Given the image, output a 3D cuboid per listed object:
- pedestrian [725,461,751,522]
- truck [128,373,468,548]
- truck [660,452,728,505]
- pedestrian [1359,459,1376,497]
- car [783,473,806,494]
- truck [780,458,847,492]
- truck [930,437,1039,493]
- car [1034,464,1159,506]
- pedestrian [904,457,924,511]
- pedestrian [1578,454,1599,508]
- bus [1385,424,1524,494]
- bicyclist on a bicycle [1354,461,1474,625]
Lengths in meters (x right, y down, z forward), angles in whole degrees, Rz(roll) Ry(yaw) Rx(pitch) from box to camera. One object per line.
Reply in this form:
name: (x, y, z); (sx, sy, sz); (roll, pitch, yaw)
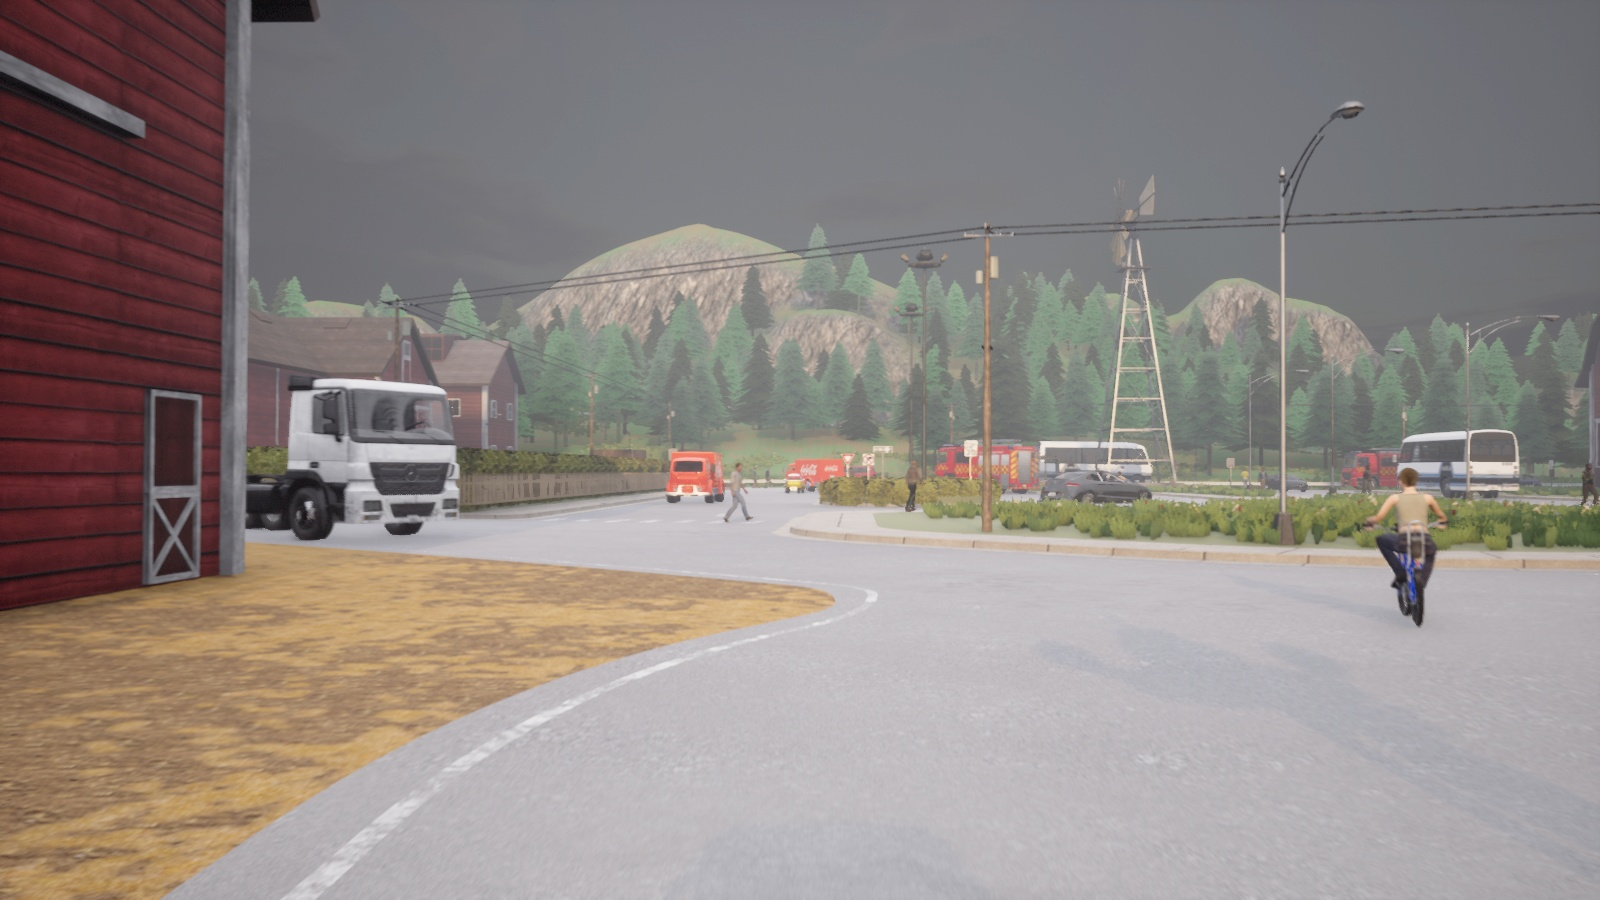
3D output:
pedestrian: (-1.856, 1.236, 37.514); (0.706, 1.836, 0.354); (-1, -1, 18)
truck: (-11.387, 0.259, 28.197); (7.936, 3.462, 2.891); (-1, -1, 31)
truck: (-5.092, 1.369, 60.983); (2.627, 2.467, 5.204); (0, -1, 3)
pedestrian: (28.937, 1.427, 64.000); (0.402, 1.930, 0.666); (0, -1, -24)
car: (-0.359, 2.348, 88.215); (1.481, 1.376, 2.207); (0, -1, 3)
truck: (0.999, 1.910, 95.218); (2.627, 2.467, 5.204); (-1, -1, -32)
truck: (13.206, 1.115, 90.602); (2.891, 3.827, 8.468); (1, -1, -33)
car: (12.272, 1.413, 51.872); (5.027, 1.651, 2.152); (0, -1, -34)
pedestrian: (3.933, 1.180, 43.315); (0.634, 1.846, 0.331); (1, -1, -38)
pedestrian: (28.770, 1.122, 45.740); (0.395, 1.930, 0.692); (0, -1, -4)
bus: (42.478, 0.644, 82.076); (3.944, 4.253, 10.273); (0, -1, 2)
bicyclist on a bicycle: (6.389, 0.939, 13.152); (0.866, 1.612, 1.509); (-2, -2, 18)
